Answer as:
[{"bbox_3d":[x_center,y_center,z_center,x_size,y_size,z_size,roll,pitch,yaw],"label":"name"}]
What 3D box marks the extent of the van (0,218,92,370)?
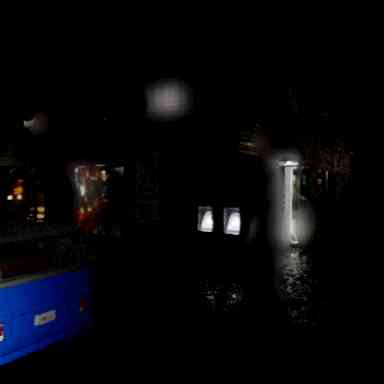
[{"bbox_3d":[-3.341,1.309,5.149,3.998,1.788,1.690,0,1,34],"label":"van"}]
